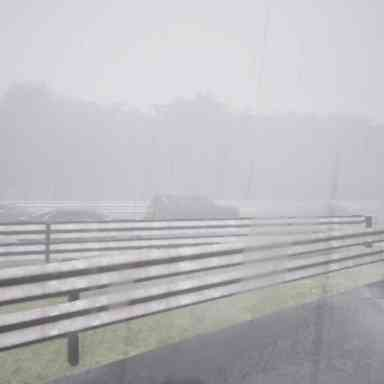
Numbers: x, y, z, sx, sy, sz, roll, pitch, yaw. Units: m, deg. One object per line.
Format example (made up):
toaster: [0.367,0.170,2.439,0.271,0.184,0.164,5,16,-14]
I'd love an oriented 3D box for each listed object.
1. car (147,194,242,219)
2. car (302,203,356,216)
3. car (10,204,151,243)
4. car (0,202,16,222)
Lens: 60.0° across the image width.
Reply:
car: [0.050,1.129,18.872,5.566,2.045,2.150,1,0,-20]
car: [10.977,1.575,26.654,4.181,1.385,1.994,1,0,-20]
car: [-4.389,1.369,13.499,4.892,1.490,1.837,1,0,-20]
car: [-10.579,1.324,18.671,4.892,1.490,1.837,1,0,-20]
